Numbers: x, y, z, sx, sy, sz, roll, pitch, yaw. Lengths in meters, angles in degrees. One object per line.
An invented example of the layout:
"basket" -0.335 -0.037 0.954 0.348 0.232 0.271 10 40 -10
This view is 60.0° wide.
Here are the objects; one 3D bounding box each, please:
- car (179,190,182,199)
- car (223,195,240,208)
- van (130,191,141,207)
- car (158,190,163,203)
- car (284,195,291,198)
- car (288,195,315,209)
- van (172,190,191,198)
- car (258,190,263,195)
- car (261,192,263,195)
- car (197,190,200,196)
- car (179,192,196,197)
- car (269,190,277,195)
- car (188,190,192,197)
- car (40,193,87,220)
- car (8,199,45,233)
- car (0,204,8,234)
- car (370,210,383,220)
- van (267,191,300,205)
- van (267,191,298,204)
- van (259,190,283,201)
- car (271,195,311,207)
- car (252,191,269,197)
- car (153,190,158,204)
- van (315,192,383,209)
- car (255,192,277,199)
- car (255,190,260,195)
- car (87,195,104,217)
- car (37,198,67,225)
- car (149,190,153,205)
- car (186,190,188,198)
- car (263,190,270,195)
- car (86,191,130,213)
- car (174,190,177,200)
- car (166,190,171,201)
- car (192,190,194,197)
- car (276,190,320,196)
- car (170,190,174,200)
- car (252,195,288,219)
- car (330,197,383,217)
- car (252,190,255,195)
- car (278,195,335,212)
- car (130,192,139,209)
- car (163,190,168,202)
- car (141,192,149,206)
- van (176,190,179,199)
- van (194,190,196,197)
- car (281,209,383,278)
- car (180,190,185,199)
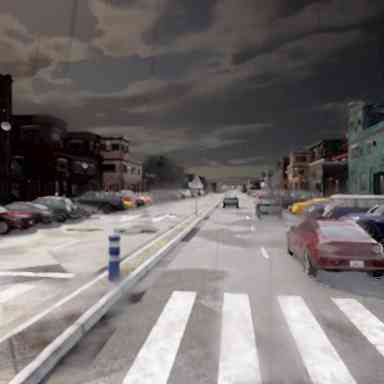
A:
"car" -4.952 0.847 63.946 4.674 1.452 2.002 0 1 7
"car" 4.778 1.100 40.810 2.128 1.511 4.902 0 1 8
"van" -8.258 0.857 36.573 4.442 1.987 1.878 0 1 7
"car" -6.975 0.834 47.528 4.553 1.767 2.185 0 1 7
"car" 11.075 1.261 29.555 4.892 1.521 2.231 0 1 7
"car" 10.732 1.293 26.923 5.008 1.535 2.097 0 1 7
"van" -2.675 0.454 83.111 4.442 1.987 1.878 0 0 7
"car" 14.879 0.928 59.884 4.892 1.521 2.231 0 1 7
"car" 14.204 1.017 54.494 4.674 1.452 2.002 0 1 7
"car" -1.351 0.640 91.282 5.366 1.575 1.946 0 0 7
"car" -1.191 0.670 94.041 4.674 1.452 2.002 0 0 7
"car" 12.099 0.905 37.952 5.566 2.045 2.435 0 1 7
"car" -3.250 0.710 77.627 5.008 1.535 2.097 0 0 7
"car" -10.054 1.116 22.902 4.553 1.767 2.185 0 1 7
"car" -10.775 1.293 17.437 5.008 1.535 2.097 0 0 7
"car" -11.081 1.189 14.690 4.553 1.767 2.185 0 0 7
"car" 8.626 1.483 10.373 4.792 1.488 2.163 0 0 7
"van" 13.383 0.806 48.869 4.442 1.987 1.878 0 1 7
"van" 13.962 0.780 51.595 4.442 1.987 1.878 0 1 7
"van" 15.465 0.655 65.410 4.442 1.987 1.878 0 0 7
"car" 12.801 1.133 43.342 4.674 1.452 2.002 0 1 7
"car" 19.080 0.592 92.966 4.553 1.767 2.185 0 0 7
"car" -7.379 0.863 44.800 4.553 1.767 2.185 0 1 7
"van" 9.582 1.165 18.660 4.442 1.987 1.878 0 1 7
"car" 16.961 0.803 76.427 4.892 1.521 2.231 0 0 7
"car" 15.206 0.651 62.644 5.566 2.045 2.435 0 0 7
"car" -9.749 1.214 25.648 4.892 1.521 2.231 0 1 7
"car" -10.426 1.307 20.171 4.674 1.452 2.002 0 1 7
"car" -7.721 0.893 42.064 4.553 1.767 2.185 0 1 7
"car" -3.958 0.776 72.159 4.792 1.488 2.163 0 0 7
"car" 13.180 0.812 46.092 5.566 2.045 2.435 0 1 7
"car" -9.086 0.896 31.119 5.566 2.045 2.435 0 1 7
"car" -5.632 0.855 58.474 4.892 1.521 2.231 0 1 7
"car" -6.316 0.905 53.004 4.892 1.521 2.231 0 1 7
"car" -2.929 0.443 80.363 5.566 2.045 2.435 0 0 7
"car" 11.446 0.975 32.305 5.566 2.045 2.435 0 1 7
"car" -5.974 0.880 55.740 4.892 1.521 2.231 0 1 7
"car" 6.088 1.285 26.858 2.128 1.511 4.902 0 1 7
"car" 9.365 1.291 15.757 4.553 1.767 2.185 0 0 7
"car" 16.246 0.587 70.913 5.566 2.045 2.435 0 0 7
"car" 11.947 1.189 35.047 5.366 1.575 1.946 0 1 7
"car" -8.533 1.113 33.831 5.366 1.575 1.946 0 1 7
"car" -6.658 0.933 50.268 4.892 1.521 2.231 0 1 7
"car" -8.038 1.050 39.327 5.008 1.535 2.097 0 1 7
"van" -5.163 0.604 61.317 4.442 1.987 1.878 0 1 7
"van" -1.992 0.426 88.581 4.442 1.987 1.878 0 0 7
"car" 4.045 1.478 9.949 1.812 1.442 4.674 0 0 6
"car" -4.796 0.782 66.706 5.366 1.575 1.946 0 0 7
